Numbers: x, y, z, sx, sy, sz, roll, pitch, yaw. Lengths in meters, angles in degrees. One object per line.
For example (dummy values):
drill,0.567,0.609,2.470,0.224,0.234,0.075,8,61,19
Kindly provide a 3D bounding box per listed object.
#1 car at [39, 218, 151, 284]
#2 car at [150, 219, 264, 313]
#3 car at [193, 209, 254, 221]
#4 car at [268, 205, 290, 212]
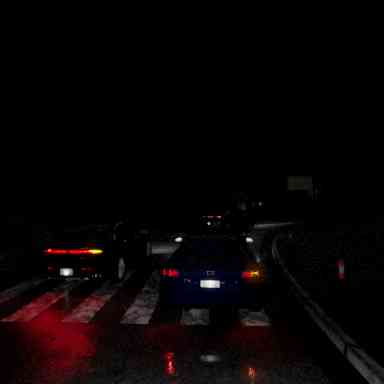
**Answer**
car,-2.512,1.531,9.743,1.837,1.490,4.892,-1,0,6
car,0.502,1.562,7.782,1.994,1.385,4.181,0,0,5
car,2.588,1.924,23.119,2.128,1.511,4.902,-4,-5,38
car,19.079,3.759,73.234,4.553,1.767,2.097,-4,-6,41
